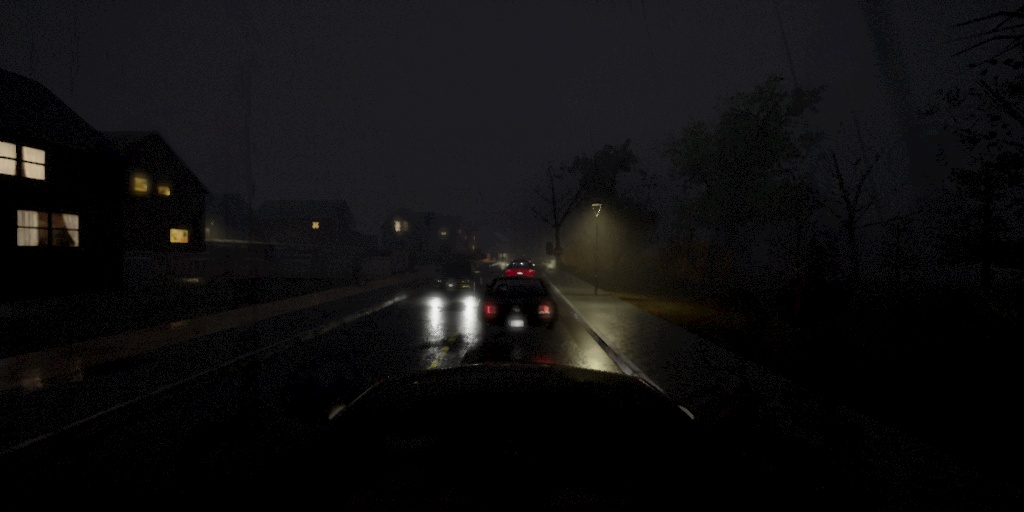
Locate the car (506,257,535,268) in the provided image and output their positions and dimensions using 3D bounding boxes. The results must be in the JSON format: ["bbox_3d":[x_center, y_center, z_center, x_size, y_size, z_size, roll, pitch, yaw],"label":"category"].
[{"bbox_3d":[0.548,0.974,23.148,1.994,1.385,4.181,0,1,2],"label":"car"}]

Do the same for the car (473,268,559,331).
[{"bbox_3d":[0.186,1.207,10.319,1.895,1.301,4.718,0,1,1],"label":"car"}]

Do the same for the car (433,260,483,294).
[{"bbox_3d":[-2.581,0.990,17.985,1.837,1.490,4.892,0,1,2],"label":"car"}]

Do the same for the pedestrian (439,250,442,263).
[{"bbox_3d":[-8.374,-0.091,42.089,0.375,1.860,0.375,0,-2,3],"label":"pedestrian"}]
